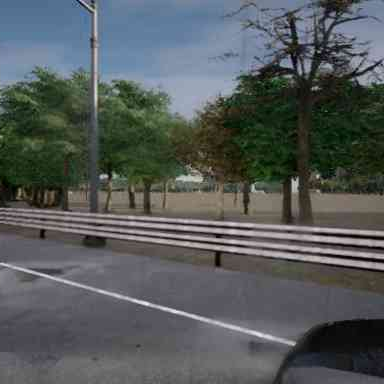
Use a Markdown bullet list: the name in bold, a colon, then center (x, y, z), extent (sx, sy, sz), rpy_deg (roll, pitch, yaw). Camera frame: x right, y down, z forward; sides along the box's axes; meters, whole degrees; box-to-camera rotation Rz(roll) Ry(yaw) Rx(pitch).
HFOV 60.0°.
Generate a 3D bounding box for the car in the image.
- **car**: center (2.635, 1.568, 2.158), extent (4.181, 1.385, 1.994), rpy_deg (0, 0, 35)
